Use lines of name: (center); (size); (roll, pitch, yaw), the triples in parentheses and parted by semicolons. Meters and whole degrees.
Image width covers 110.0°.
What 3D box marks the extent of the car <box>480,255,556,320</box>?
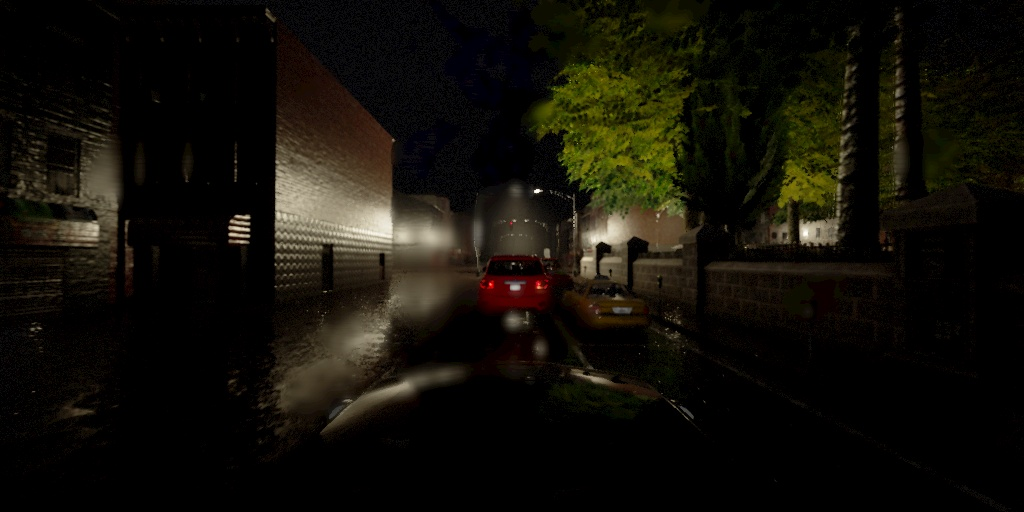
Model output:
car: (0.100, 0.969, 12.783); (2.150, 2.045, 5.566); (0, 0, 0)

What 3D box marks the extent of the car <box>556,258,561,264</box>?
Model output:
car: (2.646, 1.065, 27.102); (2.192, 1.841, 5.009); (0, 0, 0)

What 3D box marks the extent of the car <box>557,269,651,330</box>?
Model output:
car: (2.641, 1.271, 10.924); (1.751, 1.417, 4.829); (0, 0, 0)

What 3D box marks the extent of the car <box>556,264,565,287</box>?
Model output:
car: (2.644, 1.329, 21.653); (1.802, 1.307, 4.207); (0, 0, 0)
